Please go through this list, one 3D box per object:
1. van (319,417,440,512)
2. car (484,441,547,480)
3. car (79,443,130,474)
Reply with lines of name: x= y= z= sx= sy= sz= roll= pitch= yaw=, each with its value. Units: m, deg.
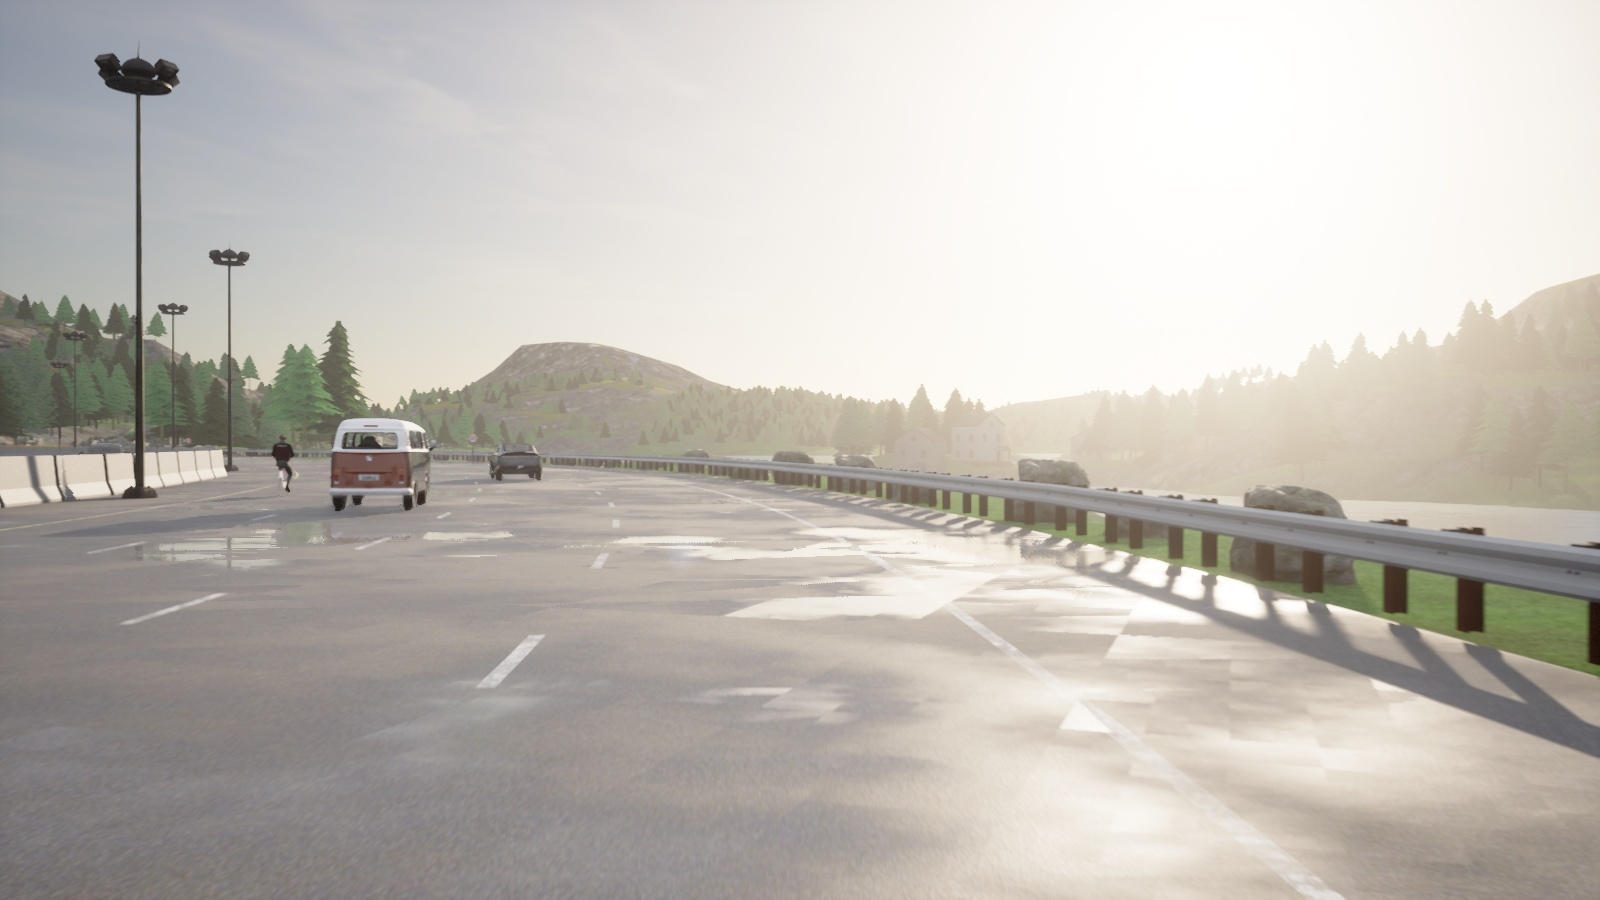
van: x=-9.710 y=0.300 z=29.333 sx=2.069 sy=2.038 sz=4.480 roll=0 pitch=0 yaw=-10
car: x=-11.835 y=0.404 z=52.058 sx=2.128 sy=1.511 sz=4.902 roll=0 pitch=0 yaw=-18
car: x=-34.595 y=0.383 z=62.539 sx=1.837 sy=1.490 sz=4.892 roll=0 pitch=0 yaw=-24
